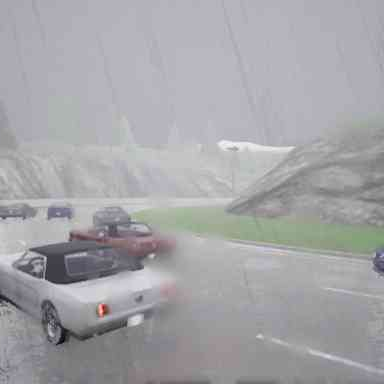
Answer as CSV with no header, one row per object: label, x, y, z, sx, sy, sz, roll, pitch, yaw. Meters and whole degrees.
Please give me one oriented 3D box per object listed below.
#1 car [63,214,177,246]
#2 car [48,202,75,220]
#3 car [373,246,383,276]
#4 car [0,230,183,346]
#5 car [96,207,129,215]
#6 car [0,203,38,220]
car,-2.673,1.678,11.820,1.895,1.301,4.718,1,-1,-41
car,-11.730,1.646,30.091,1.882,1.535,5.008,0,0,-14
car,6.910,1.618,7.812,4.674,1.442,1.812,0,0,34
car,-2.452,1.640,6.523,4.718,1.301,1.895,0,-1,43
car,-5.493,1.707,22.644,1.994,1.385,4.181,0,0,-26
car,-15.306,1.696,29.611,2.033,1.411,5.357,0,0,-12
